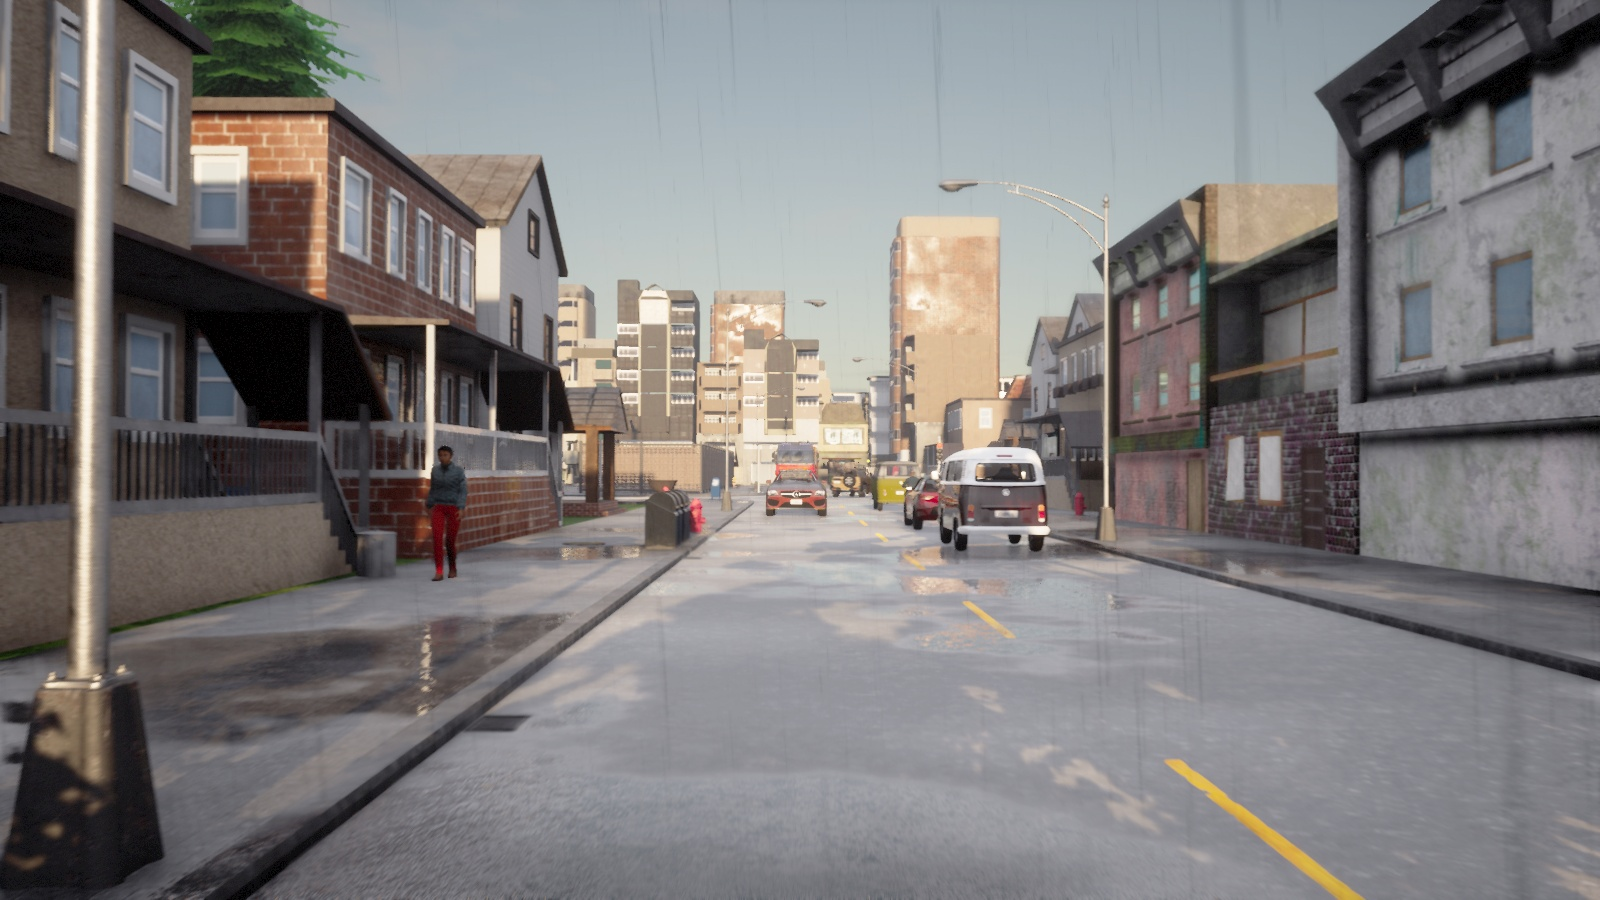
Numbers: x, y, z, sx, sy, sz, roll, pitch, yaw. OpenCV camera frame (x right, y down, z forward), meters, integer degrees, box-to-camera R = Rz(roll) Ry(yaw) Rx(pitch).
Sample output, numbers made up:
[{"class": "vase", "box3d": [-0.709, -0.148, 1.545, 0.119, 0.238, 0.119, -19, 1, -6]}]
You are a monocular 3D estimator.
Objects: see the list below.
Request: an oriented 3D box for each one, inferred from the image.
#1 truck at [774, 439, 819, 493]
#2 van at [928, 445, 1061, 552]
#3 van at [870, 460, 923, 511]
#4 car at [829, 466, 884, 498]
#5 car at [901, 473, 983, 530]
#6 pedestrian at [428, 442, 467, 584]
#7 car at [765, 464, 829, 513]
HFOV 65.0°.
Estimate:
[{"class": "truck", "box3d": [-0.167, 1.218, 93.637, 2.891, 3.827, 8.468, 0, -1, 3]}, {"class": "van", "box3d": [3.931, 0.960, 26.151, 2.069, 2.038, 4.480, 0, -1, 0]}, {"class": "van", "box3d": [3.878, 1.406, 51.001, 1.775, 1.987, 4.442, 0, -1, -1]}, {"class": "car", "box3d": [3.439, 1.878, 75.275, 1.932, 1.855, 4.605, 0, -1, 20]}, {"class": "car", "box3d": [3.909, 1.402, 35.180, 1.816, 1.474, 4.193, 0, -1, 0]}, {"class": "pedestrian", "box3d": [-4.673, 0.822, 16.658, 0.353, 1.847, 0.614, 0, -1, -1]}, {"class": "car", "box3d": [-0.117, 1.347, 44.991, 2.152, 1.651, 5.027, 0, -1, 0]}]
